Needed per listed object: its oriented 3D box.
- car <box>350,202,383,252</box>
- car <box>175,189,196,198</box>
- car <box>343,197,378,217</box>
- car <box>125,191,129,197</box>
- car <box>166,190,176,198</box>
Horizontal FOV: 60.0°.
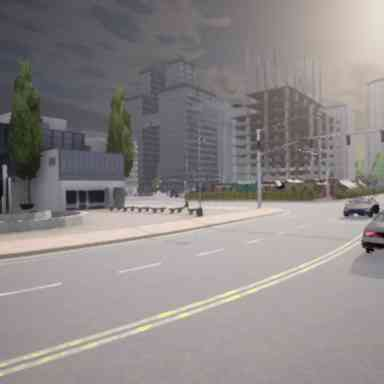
[{"bbox_3d":[7.456,1.281,11.761,2.033,1.411,5.357,-1,1,39],"label":"car"},{"bbox_3d":[-1.355,0.634,77.795,1.970,1.475,3.806,-1,1,38],"label":"car"},{"bbox_3d":[12.601,1.103,24.495,2.033,1.411,5.357,-1,1,36],"label":"car"},{"bbox_3d":[-19.162,0.613,91.582,1.905,1.878,3.866,-1,1,38],"label":"car"},{"bbox_3d":[-3.640,0.422,79.577,1.905,1.878,3.866,-1,1,38],"label":"car"}]
